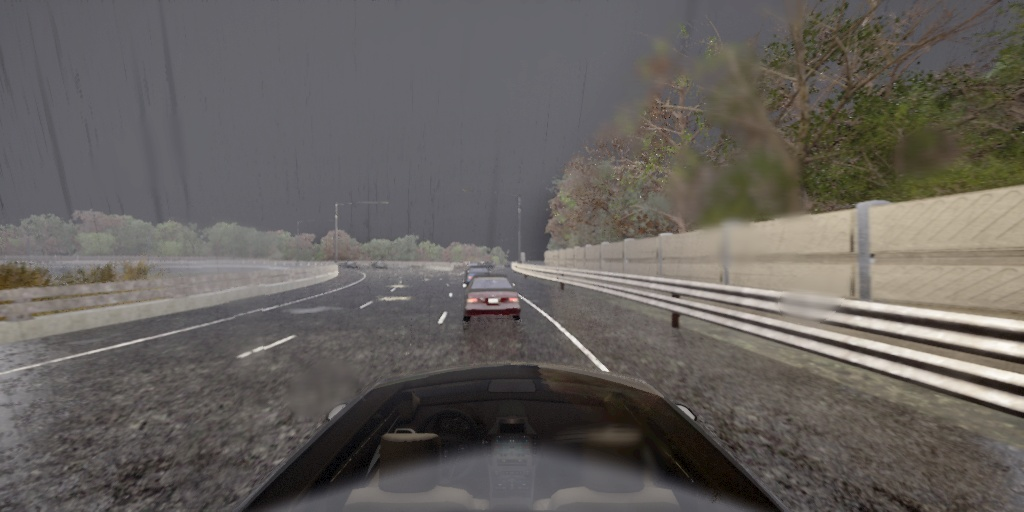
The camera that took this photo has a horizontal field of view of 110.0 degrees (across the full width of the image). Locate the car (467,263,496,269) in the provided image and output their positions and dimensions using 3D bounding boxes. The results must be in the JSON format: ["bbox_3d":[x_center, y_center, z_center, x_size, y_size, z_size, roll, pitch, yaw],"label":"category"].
[{"bbox_3d":[-2.405,1.419,25.121,2.033,1.411,5.357,0,0,-9],"label":"car"}]

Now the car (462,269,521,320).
[{"bbox_3d":[-0.801,1.355,12.903,2.033,1.411,5.357,0,0,-6],"label":"car"}]

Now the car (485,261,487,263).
[{"bbox_3d":[-4.410,1.512,43.180,2.033,1.411,5.357,0,0,-3],"label":"car"}]
